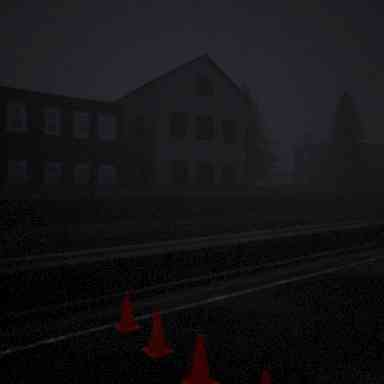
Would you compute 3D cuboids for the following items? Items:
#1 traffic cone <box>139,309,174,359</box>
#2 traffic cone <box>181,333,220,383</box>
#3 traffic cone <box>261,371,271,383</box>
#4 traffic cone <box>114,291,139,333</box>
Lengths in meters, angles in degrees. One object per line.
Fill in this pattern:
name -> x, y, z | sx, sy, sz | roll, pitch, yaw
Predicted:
traffic cone -> -0.482, 1.939, 4.671 | 0.340, 0.580, 0.340 | -1, 0, -36
traffic cone -> 0.100, 1.939, 3.857 | 0.340, 0.580, 0.340 | -1, 0, -36
traffic cone -> 0.681, 1.939, 3.043 | 0.340, 0.580, 0.340 | -1, 0, -36
traffic cone -> -1.063, 1.939, 5.485 | 0.340, 0.580, 0.340 | -1, 0, -36
